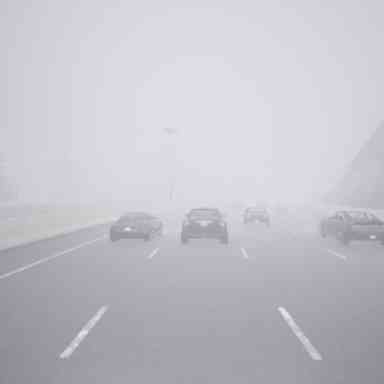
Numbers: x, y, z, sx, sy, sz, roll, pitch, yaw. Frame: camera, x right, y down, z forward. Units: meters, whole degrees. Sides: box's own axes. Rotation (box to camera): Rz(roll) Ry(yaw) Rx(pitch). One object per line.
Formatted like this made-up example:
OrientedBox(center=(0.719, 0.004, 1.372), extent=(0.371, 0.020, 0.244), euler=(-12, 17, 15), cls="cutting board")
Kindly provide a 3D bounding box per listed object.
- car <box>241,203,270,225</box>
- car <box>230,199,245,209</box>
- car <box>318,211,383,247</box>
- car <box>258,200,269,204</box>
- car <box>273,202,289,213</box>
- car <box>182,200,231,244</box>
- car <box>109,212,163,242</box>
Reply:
OrientedBox(center=(5.103, 1.850, 26.624), extent=(1.895, 1.301, 4.718), euler=(0, -1, 9), cls="car")
OrientedBox(center=(7.531, 1.855, 54.792), extent=(2.097, 1.767, 4.553), euler=(0, -1, 16), cls="car")
OrientedBox(center=(7.610, 1.658, 16.068), extent=(2.128, 1.511, 4.902), euler=(0, 0, 4), cls="car")
OrientedBox(center=(12.669, 2.123, 59.330), extent=(1.994, 1.385, 4.181), euler=(0, -1, 18), cls="car")
OrientedBox(center=(11.671, 2.022, 43.827), extent=(1.895, 1.301, 4.718), euler=(0, -1, 14), cls="car")
OrientedBox(center=(0.717, 1.503, 16.985), extent=(2.097, 1.767, 4.553), euler=(0, -1, 4), cls="car")
OrientedBox(center=(-2.774, 1.706, 17.324), extent=(1.994, 1.385, 4.181), euler=(0, -1, 5), cls="car")
